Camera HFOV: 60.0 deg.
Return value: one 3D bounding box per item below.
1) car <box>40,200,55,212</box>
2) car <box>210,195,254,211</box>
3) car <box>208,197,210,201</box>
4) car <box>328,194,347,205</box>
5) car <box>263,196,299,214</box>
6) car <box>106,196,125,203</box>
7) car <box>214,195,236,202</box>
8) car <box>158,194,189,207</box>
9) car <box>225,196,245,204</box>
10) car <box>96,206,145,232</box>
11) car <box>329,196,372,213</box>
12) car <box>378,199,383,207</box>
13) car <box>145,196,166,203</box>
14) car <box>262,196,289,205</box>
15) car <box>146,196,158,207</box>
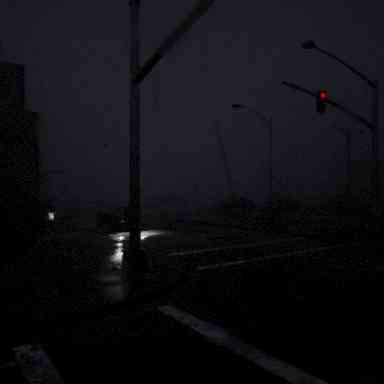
[{"bbox_3d":[-18.083,1.730,40.447,1.994,1.385,4.181,0,0,-35],"label":"car"},{"bbox_3d":[4.983,1.317,38.697,5.027,1.636,2.152,0,0,-36],"label":"car"},{"bbox_3d":[5.943,1.475,81.577,4.514,1.523,2.007,0,0,-36],"label":"car"},{"bbox_3d":[20.941,1.243,46.272,4.605,1.855,1.932,0,0,-36],"label":"car"},{"bbox_3d":[8.985,1.396,33.669,3.806,1.475,1.970,0,0,-36],"label":"car"},{"bbox_3d":[-15.212,1.536,66.403,3.633,1.501,1.845,0,0,-36],"label":"car"},{"bbox_3d":[7.813,1.466,79.057,5.027,1.636,2.152,0,0,-36],"label":"car"},{"bbox_3d":[-2.470,1.240,49.096,3.866,1.878,1.905,0,0,-36],"label":"car"},{"bbox_3d":[8.476,1.464,64.959,3.633,1.501,1.845,0,0,-36],"label":"car"},{"bbox_3d":[-4.846,1.692,21.949,1.812,1.442,4.674,0,0,-36],"label":"car"},{"bbox_3d":[16.848,1.454,34.799,4.514,1.523,2.007,0,0,-36],"label":"car"},{"bbox_3d":[29.251,1.215,48.184,3.866,1.878,1.905,0,0,-36],"label":"car"},{"bbox_3d":[-7.444,1.539,68.303,3.806,1.475,1.970,0,0,-36],"label":"car"},{"bbox_3d":[14.263,1.443,56.812,4.514,1.523,2.007,0,0,-36],"label":"car"},{"bbox_3d":[-4.498,1.261,51.218,4.605,1.855,1.932,0,0,-36],"label":"car"}]
